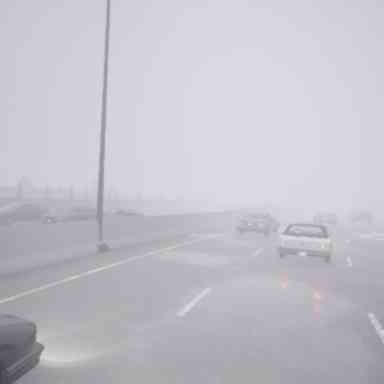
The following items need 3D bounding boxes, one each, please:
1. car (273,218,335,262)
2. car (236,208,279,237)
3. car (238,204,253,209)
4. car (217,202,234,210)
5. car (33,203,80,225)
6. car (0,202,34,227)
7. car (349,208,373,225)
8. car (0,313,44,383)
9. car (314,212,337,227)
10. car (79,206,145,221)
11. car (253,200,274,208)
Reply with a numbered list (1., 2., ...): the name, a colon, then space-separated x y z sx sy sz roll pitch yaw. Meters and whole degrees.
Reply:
1. car: 4.816 1.968 13.872 1.895 1.301 4.718 2 -1 23
2. car: 4.388 1.997 21.576 2.033 1.411 5.357 2 -1 24
3. car: 9.518 2.742 58.806 1.895 1.301 4.718 2 -1 25
4. car: 6.045 2.575 59.618 1.994 1.385 4.181 2 -1 25
5. car: -7.504 1.547 21.189 1.994 1.385 4.181 2 -1 24
6. car: -11.140 1.372 21.575 1.812 1.442 4.674 2 -1 23
7. car: 18.564 2.698 36.420 1.837 1.490 4.892 2 -1 26
8. car: -3.249 1.444 1.631 2.033 1.411 5.357 2 -1 16
9. car: 12.545 2.492 31.167 1.895 1.301 4.718 2 -1 24
10. car: -4.313 1.652 19.755 1.994 1.385 4.181 2 -1 24
11. car: 12.857 2.479 57.688 2.150 2.045 5.566 2 -1 25
